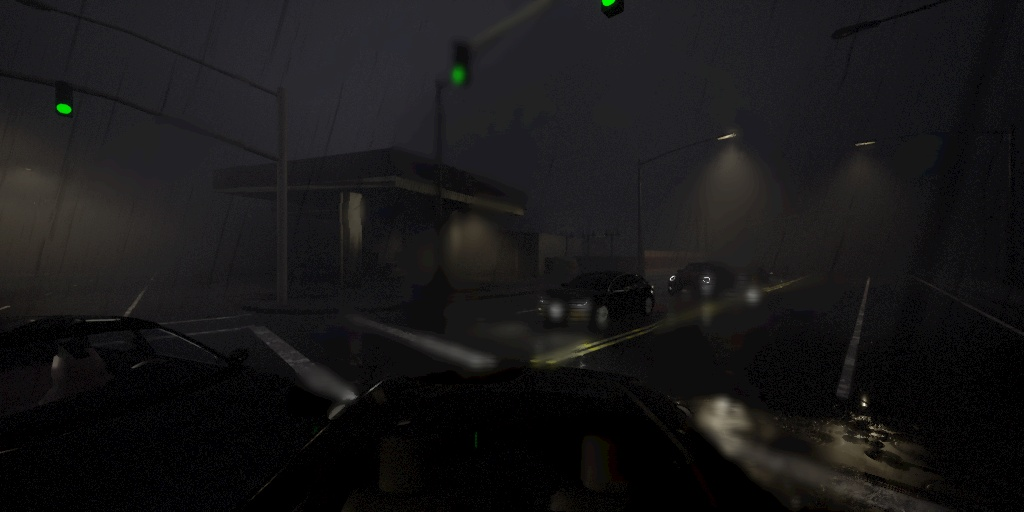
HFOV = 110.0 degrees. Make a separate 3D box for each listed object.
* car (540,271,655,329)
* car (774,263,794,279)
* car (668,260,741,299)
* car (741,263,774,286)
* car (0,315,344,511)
[{"bbox_3d":[2.916,1.255,11.550,1.837,1.490,4.892,0,0,45],"label":"car"},{"bbox_3d":[23.877,1.314,32.297,4.181,1.385,1.994,0,0,-44],"label":"car"},{"bbox_3d":[9.775,1.102,18.375,4.553,1.767,2.097,0,0,-45],"label":"car"},{"bbox_3d":[16.722,1.314,25.265,1.994,1.385,4.181,0,0,44],"label":"car"},{"bbox_3d":[-3.413,1.242,2.551,4.902,1.511,2.128,0,0,15],"label":"car"}]
